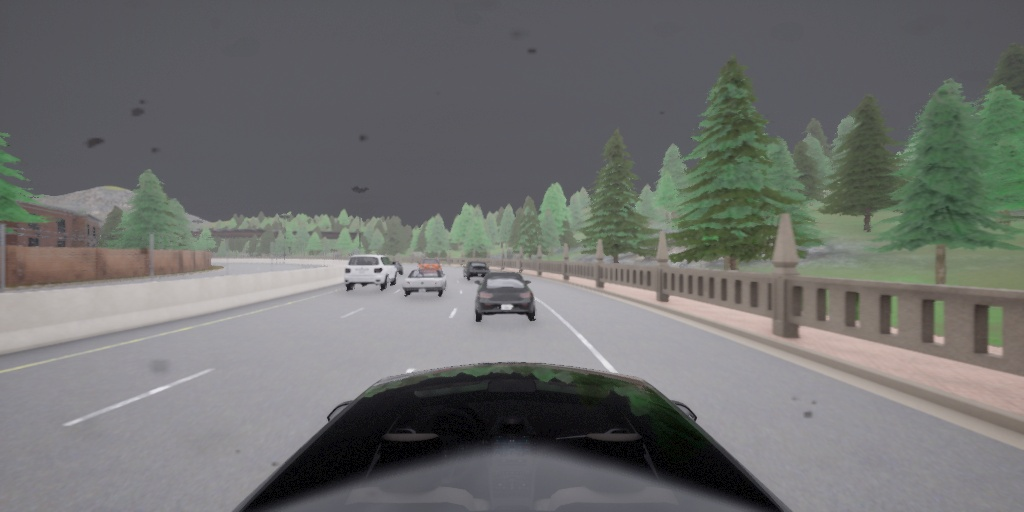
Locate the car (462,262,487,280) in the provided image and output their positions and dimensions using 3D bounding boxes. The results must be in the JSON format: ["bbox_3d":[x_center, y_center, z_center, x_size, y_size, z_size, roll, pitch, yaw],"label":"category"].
[{"bbox_3d":[-3.064,1.200,30.178,1.837,1.490,4.892,0,0,-13],"label":"car"}]

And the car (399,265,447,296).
[{"bbox_3d":[-4.495,1.317,19.047,1.895,1.301,4.718,0,0,-8],"label":"car"}]

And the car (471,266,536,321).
[{"bbox_3d":[-0.298,1.255,12.268,1.812,1.442,4.674,0,0,-4],"label":"car"}]

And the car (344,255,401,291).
[{"bbox_3d":[-8.459,0.933,21.833,2.150,2.045,5.566,0,0,-9],"label":"car"}]

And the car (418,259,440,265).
[{"bbox_3d":[-8.403,1.035,36.356,2.097,1.767,4.553,0,0,-17],"label":"car"}]

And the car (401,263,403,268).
[{"bbox_3d":[-12.798,1.242,38.534,1.994,1.385,4.181,0,0,-19],"label":"car"}]
